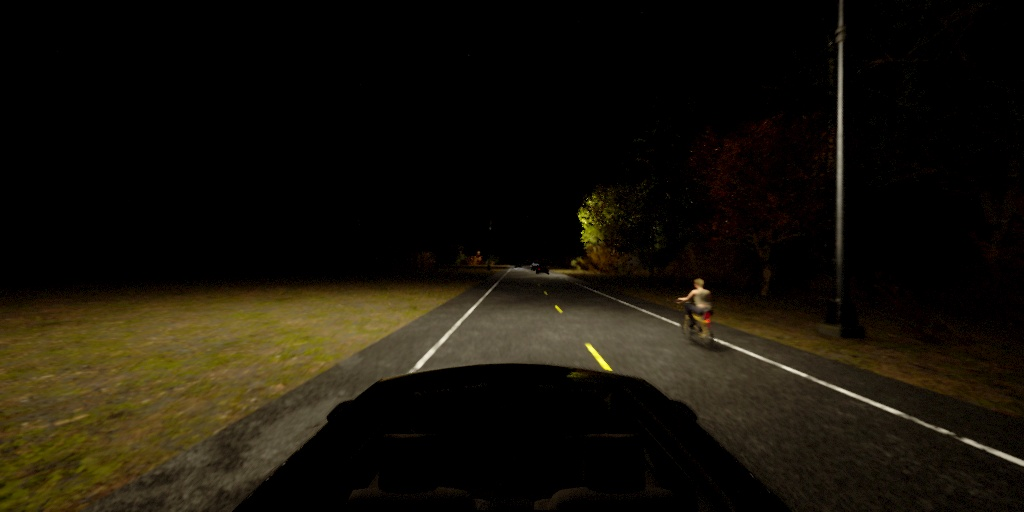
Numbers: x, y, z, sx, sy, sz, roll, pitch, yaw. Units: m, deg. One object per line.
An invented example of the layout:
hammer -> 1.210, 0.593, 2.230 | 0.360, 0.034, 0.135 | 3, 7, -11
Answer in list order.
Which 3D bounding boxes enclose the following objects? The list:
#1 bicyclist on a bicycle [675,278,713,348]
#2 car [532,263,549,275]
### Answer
bicyclist on a bicycle -> 4.571, 1.356, 8.884 | 0.866, 1.612, 1.509 | 1, -1, 1
car -> 4.517, 2.004, 53.669 | 2.033, 1.411, 5.357 | 1, -1, 1
